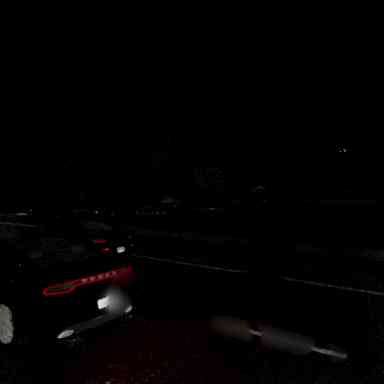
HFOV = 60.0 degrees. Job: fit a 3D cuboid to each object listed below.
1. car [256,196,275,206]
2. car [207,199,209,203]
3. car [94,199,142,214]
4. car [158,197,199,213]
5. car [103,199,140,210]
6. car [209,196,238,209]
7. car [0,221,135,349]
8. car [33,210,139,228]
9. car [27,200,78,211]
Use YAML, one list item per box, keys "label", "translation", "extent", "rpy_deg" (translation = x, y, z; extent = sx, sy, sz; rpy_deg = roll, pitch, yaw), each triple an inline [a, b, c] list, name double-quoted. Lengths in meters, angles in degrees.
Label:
- label: "car"
  translation: [12.518, 1.499, 56.236]
  extent: [1.837, 1.490, 4.892]
  rpy_deg: [0, 0, 37]
- label: "car"
  translation: [4.947, 1.537, 63.610]
  extent: [2.033, 1.411, 5.357]
  rpy_deg: [0, 0, 36]
- label: "car"
  translation: [-6.655, 1.498, 30.131]
  extent: [1.837, 1.490, 4.892]
  rpy_deg: [0, 0, 36]
- label: "car"
  translation: [-1.146, 1.471, 37.660]
  extent: [1.882, 1.535, 5.008]
  rpy_deg: [0, 0, 36]
- label: "car"
  translation: [-9.345, 1.591, 44.233]
  extent: [1.895, 1.301, 4.718]
  rpy_deg: [0, 0, 36]
- label: "car"
  translation: [4.624, 1.557, 45.510]
  extent: [1.994, 1.385, 4.181]
  rpy_deg: [0, 0, 37]
- label: "car"
  translation: [-3.298, 1.476, 6.346]
  extent: [5.008, 1.535, 1.882]
  rpy_deg: [0, 0, 36]
- label: "car"
  translation: [-3.960, 1.523, 11.115]
  extent: [4.674, 1.442, 1.812]
  rpy_deg: [0, 0, 36]
- label: "car"
  translation: [-15.039, 1.537, 36.459]
  extent: [2.033, 1.411, 5.357]
  rpy_deg: [0, 0, 36]
